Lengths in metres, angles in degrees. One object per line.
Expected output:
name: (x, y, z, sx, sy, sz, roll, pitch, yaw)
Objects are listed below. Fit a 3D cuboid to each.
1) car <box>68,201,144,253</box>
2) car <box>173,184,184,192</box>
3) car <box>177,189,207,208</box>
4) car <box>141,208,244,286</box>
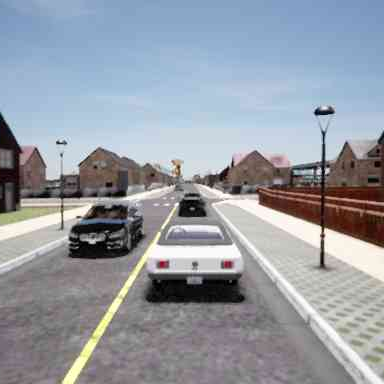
car: (-2.870, 1.124, 11.982, 1.837, 1.490, 4.892, 0, 2, 0)
car: (-2.911, -0.950, 72.235, 2.097, 1.767, 4.553, 0, 2, 0)
car: (0.024, 0.751, 23.736, 1.837, 1.490, 4.892, 0, 2, 0)
car: (0.062, 1.329, 8.545, 1.895, 1.301, 4.718, 0, 2, 0)
